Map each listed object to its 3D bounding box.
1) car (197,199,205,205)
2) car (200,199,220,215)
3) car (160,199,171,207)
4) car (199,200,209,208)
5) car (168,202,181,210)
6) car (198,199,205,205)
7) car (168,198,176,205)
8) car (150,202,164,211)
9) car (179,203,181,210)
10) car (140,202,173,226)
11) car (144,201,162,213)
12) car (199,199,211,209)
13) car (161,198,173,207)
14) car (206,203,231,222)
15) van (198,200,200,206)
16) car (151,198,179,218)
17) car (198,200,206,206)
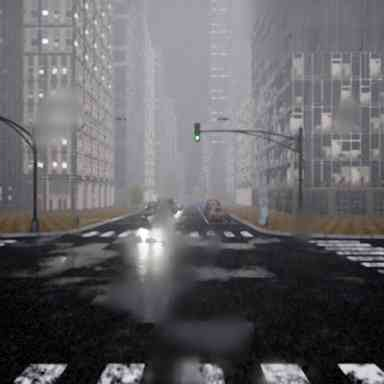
[{"bbox_3d":[2.403,2.681,90.553,1.887,1.381,4.507,-1,-1,0],"label":"car"},{"bbox_3d":[2.469,1.837,40.839,2.192,1.841,5.009,-1,-1,0],"label":"car"},{"bbox_3d":[-5.442,2.301,68.420,1.967,1.590,4.097,-1,-1,0],"label":"car"},{"bbox_3d":[2.439,2.410,68.457,1.887,1.381,4.507,-1,-1,0],"label":"car"},{"bbox_3d":[-2.901,2.309,55.986,1.895,1.301,4.718,0,-1,0],"label":"car"},{"bbox_3d":[2.411,2.596,85.199,1.752,1.417,4.829,-1,-1,0],"label":"car"},{"bbox_3d":[-5.479,2.572,90.517,1.967,1.590,4.097,-1,-1,0],"label":"car"},{"bbox_3d":[-5.413,2.237,51.846,1.802,1.307,4.206,-1,-1,0],"label":"car"},{"bbox_3d":[-2.922,2.186,46.108,1.895,1.301,4.718,0,-1,0],"label":"car"},{"bbox_3d":[-2.901,1.829,26.454,2.128,1.511,4.902,0,-1,0],"label":"car"},{"bbox_3d":[-5.406,2.026,46.324,1.967,1.590,4.097,-1,-1,0],"label":"car"},{"bbox_3d":[2.447,2.237,62.934,1.967,1.590,4.097,-1,-1,0],"label":"car"},{"bbox_3d":[-5.453,2.243,73.946,2.192,1.841,5.009,-1,-1,0],"label":"car"},{"bbox_3d":[2.470,1.964,29.787,1.802,1.307,4.206,-1,-1,0],"label":"car"},{"bbox_3d":[2.455,2.070,57.411,1.690,1.788,3.998,-1,-1,0],"label":"van"},{"bbox_3d":[-2.913,1.684,36.325,2.150,2.045,5.566,0,-1,0],"label":"car"},{"bbox_3d":[2.422,2.583,79.505,1.802,1.307,4.206,-1,-1,0],"label":"car"}]
